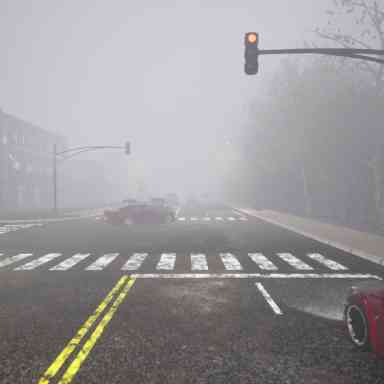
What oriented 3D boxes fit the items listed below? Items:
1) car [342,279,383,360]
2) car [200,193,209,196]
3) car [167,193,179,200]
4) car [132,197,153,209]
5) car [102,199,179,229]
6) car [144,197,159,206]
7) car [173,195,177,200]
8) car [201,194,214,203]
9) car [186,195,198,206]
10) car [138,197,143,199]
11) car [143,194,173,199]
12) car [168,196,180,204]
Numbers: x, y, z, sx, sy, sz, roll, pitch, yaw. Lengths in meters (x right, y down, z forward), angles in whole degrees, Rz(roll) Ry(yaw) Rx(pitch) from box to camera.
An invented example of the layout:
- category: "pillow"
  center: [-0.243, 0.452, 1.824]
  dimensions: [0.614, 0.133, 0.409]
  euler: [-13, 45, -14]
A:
- category: "car"
  center: [3.347, 1.563, 3.531]
  dimensions: [1.994, 1.385, 4.181]
  euler: [0, 0, 0]
- category: "car"
  center: [3.123, 1.194, 76.296]
  dimensions: [2.150, 2.045, 5.566]
  euler: [0, 0, 0]
- category: "car"
  center: [-3.425, 1.202, 53.965]
  dimensions: [2.150, 2.045, 5.566]
  euler: [0, 0, 1]
- category: "car"
  center: [-6.663, 1.476, 45.098]
  dimensions: [2.128, 1.511, 4.902]
  euler: [0, 0, 0]
- category: "car"
  center: [-3.390, 1.472, 21.847]
  dimensions: [5.008, 1.535, 1.882]
  euler: [0, 1, -40]
- category: "car"
  center: [-6.668, 1.506, 55.231]
  dimensions: [1.812, 1.442, 4.674]
  euler: [0, 0, 0]
- category: "car"
  center: [-3.411, 1.533, 43.607]
  dimensions: [2.033, 1.411, 5.357]
  euler: [0, 0, 1]
- category: "car"
  center: [3.235, 1.576, 66.113]
  dimensions: [1.895, 1.301, 4.718]
  euler: [0, 0, 0]
- category: "car"
  center: [0.008, 1.581, 53.707]
  dimensions: [1.895, 1.301, 4.718]
  euler: [0, 0, 0]
- category: "car"
  center: [-6.653, 1.494, 35.675]
  dimensions: [1.837, 1.490, 4.892]
  euler: [0, 0, 0]
- category: "car"
  center: [-3.403, 1.342, 34.133]
  dimensions: [2.097, 1.767, 4.553]
  euler: [0, 0, 0]
- category: "car"
  center: [-3.406, 1.523, 64.569]
  dimensions: [2.033, 1.411, 5.357]
  euler: [0, 0, 0]
